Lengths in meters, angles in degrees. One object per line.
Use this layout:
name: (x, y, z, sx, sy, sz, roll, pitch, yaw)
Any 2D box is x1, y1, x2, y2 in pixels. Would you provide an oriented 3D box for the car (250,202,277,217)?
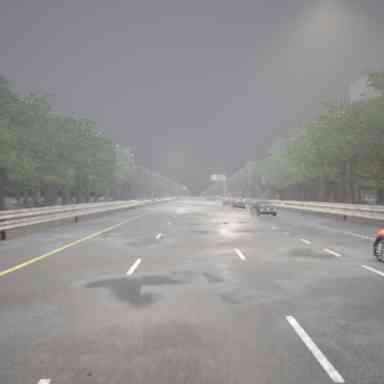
car: (7.057, 1.700, 33.163, 2.033, 1.411, 5.357, 0, -1, 0)

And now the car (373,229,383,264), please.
car: (7.004, 1.365, 9.076, 2.097, 1.767, 4.553, 0, 0, 0)

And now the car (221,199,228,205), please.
car: (7.262, 2.136, 69.908, 1.895, 1.301, 4.718, 0, -1, 0)

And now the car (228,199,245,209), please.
car: (7.144, 1.874, 52.133, 1.812, 1.442, 4.674, 0, -1, 0)
